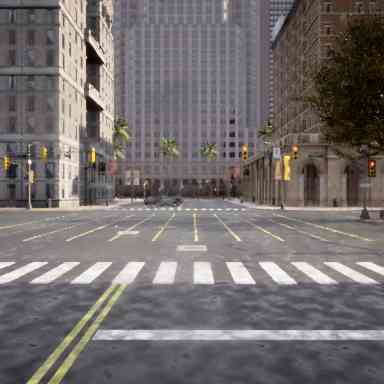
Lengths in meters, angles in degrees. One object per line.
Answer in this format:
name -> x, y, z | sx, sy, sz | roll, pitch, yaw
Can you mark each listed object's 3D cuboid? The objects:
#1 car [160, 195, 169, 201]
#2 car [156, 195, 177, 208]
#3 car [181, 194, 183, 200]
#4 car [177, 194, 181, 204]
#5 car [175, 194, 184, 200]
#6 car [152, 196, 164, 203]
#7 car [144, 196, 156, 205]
car -> -6.879, 1.523, 82.239 | 1.812, 1.442, 4.674 | 0, 0, 1
car -> -3.654, 1.547, 48.517 | 2.033, 1.411, 5.357 | 0, 0, 0
car -> -3.476, 1.500, 71.723 | 1.837, 1.490, 4.892 | 0, 0, 1
car -> -3.628, 1.490, 61.242 | 2.128, 1.511, 4.902 | 0, 0, 1
car -> -3.330, 1.299, 87.464 | 2.128, 1.511, 4.902 | 0, 0, 1
car -> -7.001, 1.560, 68.956 | 1.994, 1.385, 4.181 | 0, 0, 1
car -> -7.141, 1.505, 57.745 | 1.837, 1.490, 4.892 | 0, 0, 0
